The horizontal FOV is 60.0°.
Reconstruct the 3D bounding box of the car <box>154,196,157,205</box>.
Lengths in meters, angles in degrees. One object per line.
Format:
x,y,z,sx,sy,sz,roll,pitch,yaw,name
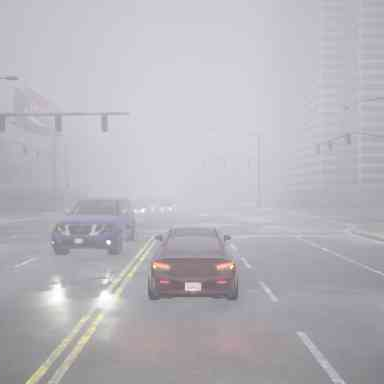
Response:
-7.342,1.601,57.789,1.895,1.301,4.718,0,0,0,car

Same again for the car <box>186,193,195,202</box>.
-0.353,1.584,78.413,1.895,1.301,4.718,0,0,0,car

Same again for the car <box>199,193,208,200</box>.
3.102,1.184,88.334,2.097,1.767,4.553,0,0,0,car

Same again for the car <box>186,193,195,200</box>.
-0.398,1.184,88.318,2.097,1.767,4.553,0,0,0,car

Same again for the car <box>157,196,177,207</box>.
-3.823,1.564,51.084,1.994,1.385,4.181,0,0,0,car

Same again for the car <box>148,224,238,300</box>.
0.028,1.526,8.237,1.812,1.442,4.674,0,0,0,car

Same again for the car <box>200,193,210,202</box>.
3.149,1.515,78.046,2.128,1.511,4.902,0,0,0,car

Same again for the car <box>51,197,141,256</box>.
-3.655,1.222,13.460,2.150,2.045,5.566,0,0,0,car

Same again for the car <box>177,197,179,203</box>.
-3.843,1.525,59.861,1.812,1.442,4.674,0,0,0,car

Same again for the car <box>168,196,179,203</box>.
-3.813,1.552,69.871,1.994,1.385,4.181,0,0,0,car

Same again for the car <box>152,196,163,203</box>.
-7.315,1.595,70.133,1.895,1.301,4.718,0,0,0,car

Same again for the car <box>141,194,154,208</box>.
-7.313,1.491,48.475,2.128,1.511,4.902,0,0,0,car
